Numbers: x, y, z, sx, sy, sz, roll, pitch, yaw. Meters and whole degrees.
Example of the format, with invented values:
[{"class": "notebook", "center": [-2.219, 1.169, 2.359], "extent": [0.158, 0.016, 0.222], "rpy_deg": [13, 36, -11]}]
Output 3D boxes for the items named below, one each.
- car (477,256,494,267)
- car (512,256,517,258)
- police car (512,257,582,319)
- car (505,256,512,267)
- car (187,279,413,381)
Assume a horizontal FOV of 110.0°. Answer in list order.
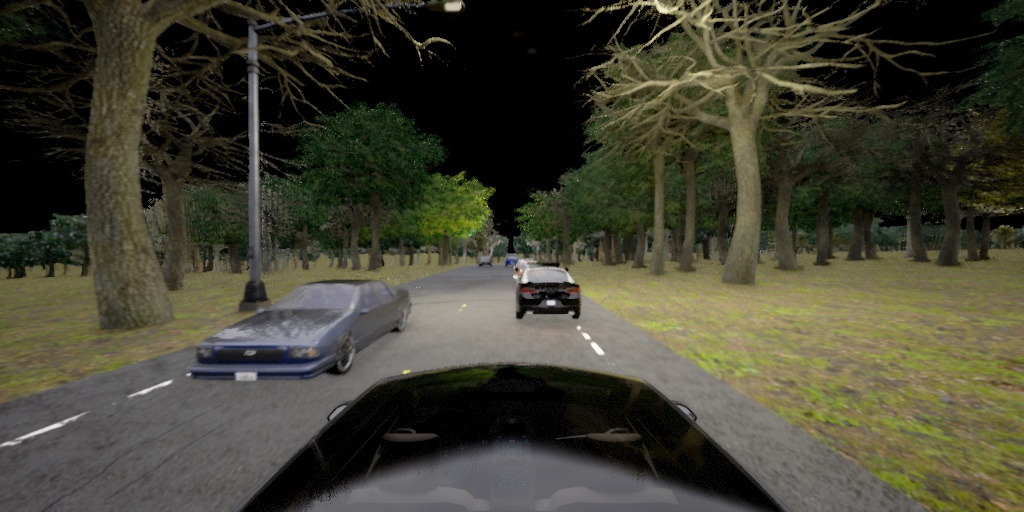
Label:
[{"class": "car", "center": [-3.558, 0.736, 48.868], "extent": [1.837, 1.490, 4.892], "rpy_deg": [0, 0, 0]}, {"class": "car", "center": [1.054, 0.923, 22.299], "extent": [1.801, 1.575, 5.366], "rpy_deg": [0, 1, 0]}, {"class": "police car", "center": [1.052, 1.016, 12.216], "extent": [1.930, 1.638, 5.238], "rpy_deg": [0, 1, 0]}, {"class": "car", "center": [0.032, 0.704, 51.128], "extent": [1.882, 1.535, 5.008], "rpy_deg": [0, 0, 1]}, {"class": "car", "center": [-3.597, 1.206, 7.509], "extent": [2.033, 1.411, 5.357], "rpy_deg": [0, 1, 0]}]
